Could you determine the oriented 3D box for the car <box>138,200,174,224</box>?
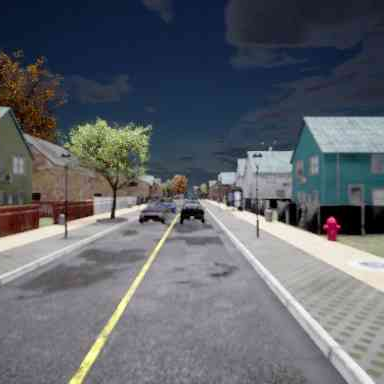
[{"bbox_3d":[-2.759,1.576,25.162,2.033,1.411,5.357,0,0,1],"label":"car"}]

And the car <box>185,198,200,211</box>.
[{"bbox_3d":[0.084,1.614,43.916,1.812,1.442,4.674,0,0,0],"label":"car"}]

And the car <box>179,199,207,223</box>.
[{"bbox_3d":[0.039,1.537,25.817,1.837,1.490,4.892,0,0,1],"label":"car"}]

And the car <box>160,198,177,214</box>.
[{"bbox_3d":[-2.776,1.414,35.914,2.097,1.767,4.553,0,0,1],"label":"car"}]
